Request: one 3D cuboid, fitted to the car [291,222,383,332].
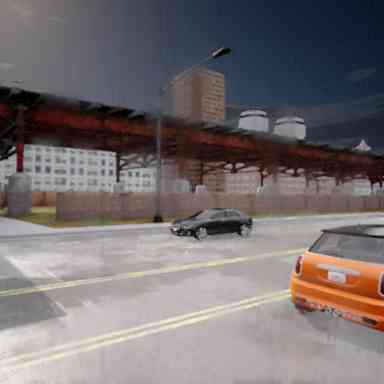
[{"bbox_3d":[4.091,1.434,6.659,4.553,1.767,2.097,1,-1,-35],"label":"car"}]

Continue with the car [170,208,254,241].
[{"bbox_3d":[1.154,1.634,17.713,4.892,1.490,1.837,1,0,-36],"label":"car"}]
